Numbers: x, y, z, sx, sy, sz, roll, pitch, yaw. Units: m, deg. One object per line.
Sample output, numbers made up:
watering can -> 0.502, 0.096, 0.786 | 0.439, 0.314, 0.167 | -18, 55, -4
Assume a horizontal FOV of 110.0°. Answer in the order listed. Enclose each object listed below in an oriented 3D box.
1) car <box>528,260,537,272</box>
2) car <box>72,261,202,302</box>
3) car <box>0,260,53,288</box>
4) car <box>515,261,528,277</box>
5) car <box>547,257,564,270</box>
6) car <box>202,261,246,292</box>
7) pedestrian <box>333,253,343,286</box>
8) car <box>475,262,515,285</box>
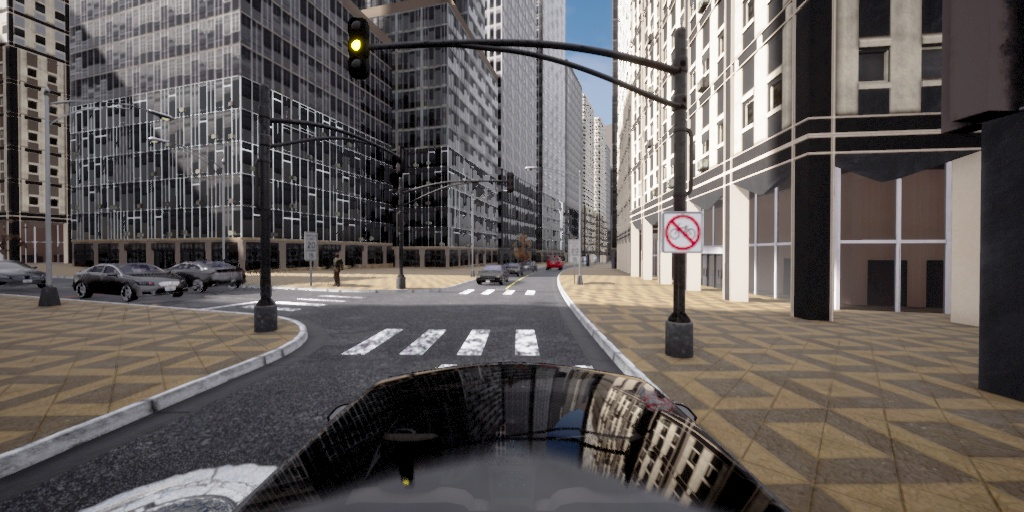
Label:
car -> 2.305, 1.363, 48.834 | 2.128, 1.511, 4.902 | 0, 0, 12
car -> -16.362, 1.042, 15.395 | 4.902, 1.511, 2.128 | 1, 1, 16
car -> -25.921, 0.940, 18.198 | 4.674, 1.442, 1.812 | 1, 1, 17
car -> 0.118, 1.361, 36.969 | 2.033, 1.411, 5.357 | 0, 0, 9
car -> 6.658, 1.136, 54.879 | 2.150, 2.045, 5.566 | 0, 0, 13
car -> -16.149, 1.007, 18.432 | 4.902, 1.511, 2.128 | 1, 1, 16
pedestrian -> -9.513, 0.715, 19.490 | 0.375, 1.860, 0.375 | 0, 0, 16
car -> -1.301, 1.326, 26.766 | 2.033, 1.411, 5.357 | 0, 0, 7
